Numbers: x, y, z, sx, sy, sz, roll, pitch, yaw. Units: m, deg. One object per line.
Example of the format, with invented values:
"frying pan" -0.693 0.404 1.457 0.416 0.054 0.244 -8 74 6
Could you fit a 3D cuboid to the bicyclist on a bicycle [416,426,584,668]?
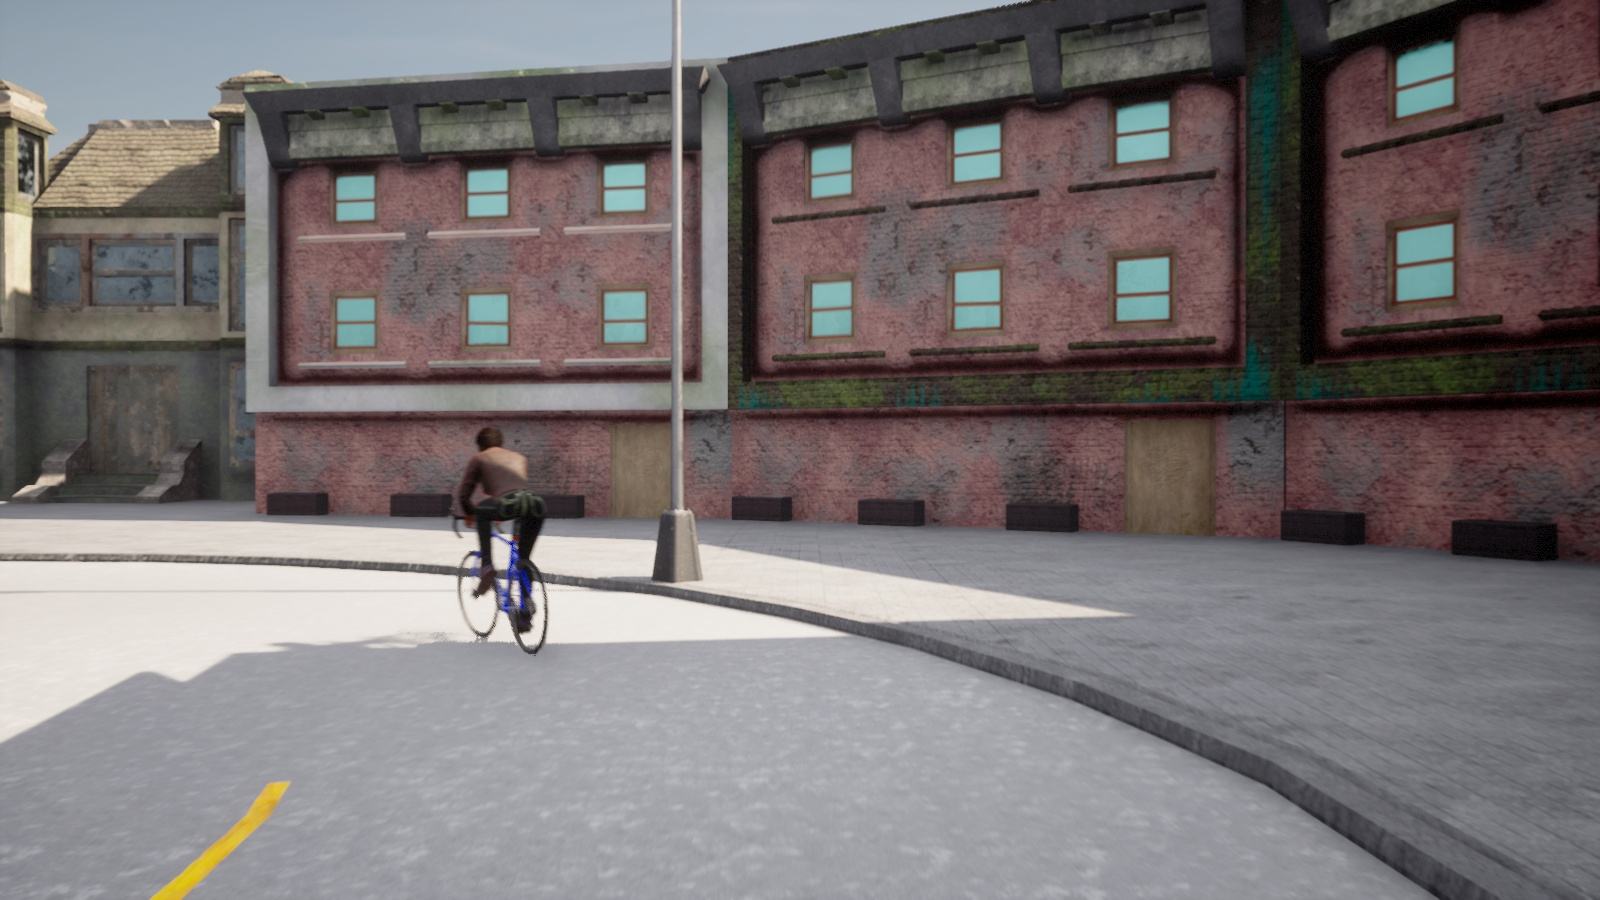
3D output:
"bicyclist on a bicycle" -2.245 0.647 9.256 0.582 1.620 1.656 -2 1 -36
